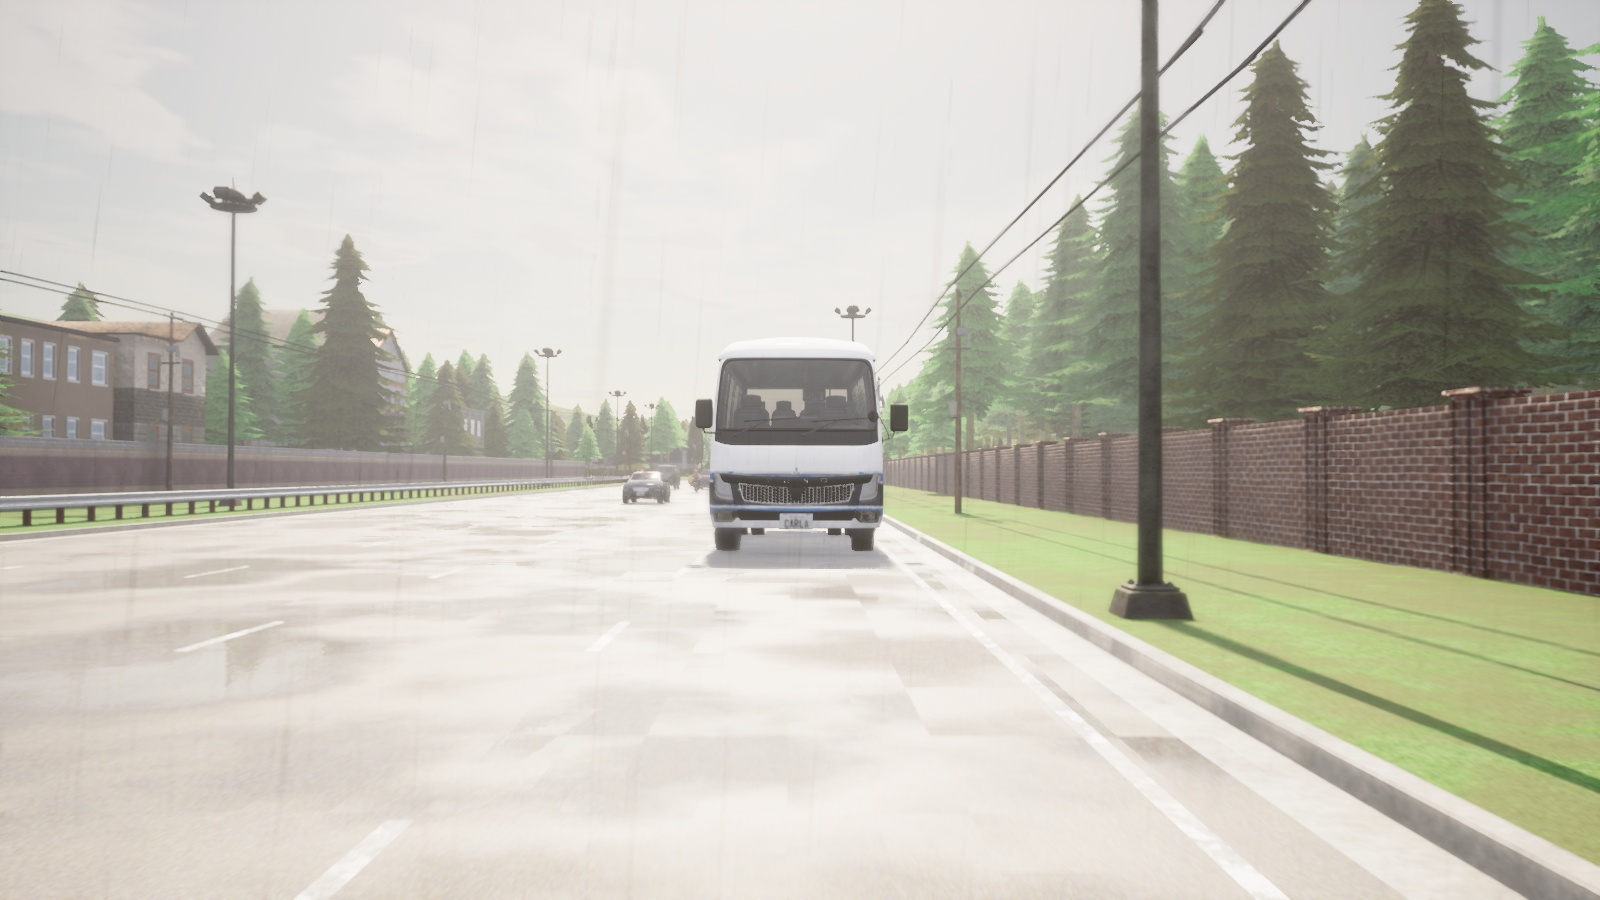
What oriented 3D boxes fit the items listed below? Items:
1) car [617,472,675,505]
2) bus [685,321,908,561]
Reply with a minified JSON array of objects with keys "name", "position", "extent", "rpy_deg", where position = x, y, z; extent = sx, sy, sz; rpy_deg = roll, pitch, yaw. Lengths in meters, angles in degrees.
[{"name":"car","position":[-7.142,1.769,58.789],"extent":[2.128,1.511,4.902],"rpy_deg":[0,-1,0]},{"name":"bus","position":[-0.075,-0.110,27.417],"extent":[3.944,4.253,10.273],"rpy_deg":[0,-1,0]}]
